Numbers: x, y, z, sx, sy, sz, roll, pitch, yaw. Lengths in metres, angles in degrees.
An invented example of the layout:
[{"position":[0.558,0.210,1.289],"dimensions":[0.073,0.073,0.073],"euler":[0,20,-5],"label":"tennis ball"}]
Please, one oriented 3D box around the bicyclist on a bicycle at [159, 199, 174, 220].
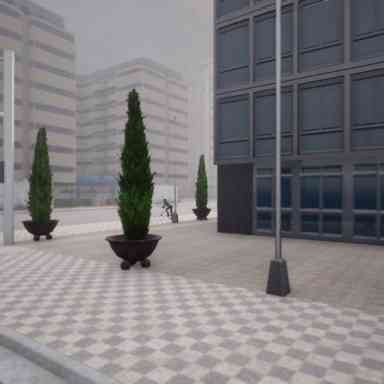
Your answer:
[{"position":[-1.975,1.355,25.864],"dimensions":[1.656,1.620,0.582],"euler":[0,0,35],"label":"bicyclist on a bicycle"}]
